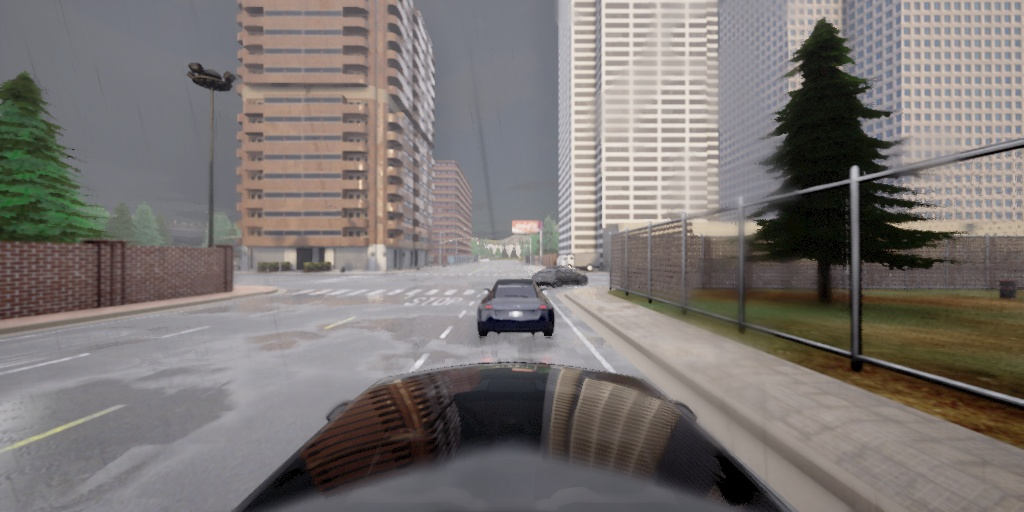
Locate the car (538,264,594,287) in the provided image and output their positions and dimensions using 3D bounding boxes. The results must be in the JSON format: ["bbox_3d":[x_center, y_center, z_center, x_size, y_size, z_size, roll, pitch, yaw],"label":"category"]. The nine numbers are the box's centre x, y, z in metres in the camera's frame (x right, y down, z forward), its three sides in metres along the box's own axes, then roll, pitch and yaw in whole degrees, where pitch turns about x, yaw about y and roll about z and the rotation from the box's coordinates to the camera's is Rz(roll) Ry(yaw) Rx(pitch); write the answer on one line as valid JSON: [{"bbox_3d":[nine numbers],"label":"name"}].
[{"bbox_3d":[3.284,1.415,24.326,4.181,1.385,1.994,0,-1,-41],"label":"car"}]

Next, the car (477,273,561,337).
[{"bbox_3d":[0.099,1.355,10.493,1.994,1.385,4.181,0,0,0],"label":"car"}]
